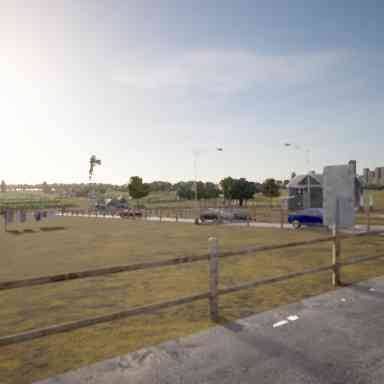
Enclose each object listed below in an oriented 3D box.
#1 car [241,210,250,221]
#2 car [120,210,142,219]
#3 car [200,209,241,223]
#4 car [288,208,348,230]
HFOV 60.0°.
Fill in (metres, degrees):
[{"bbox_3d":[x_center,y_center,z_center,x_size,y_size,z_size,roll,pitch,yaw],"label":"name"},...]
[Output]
[{"bbox_3d":[4.638,2.610,37.921,1.994,1.385,4.181,0,-2,-36],"label":"car"},{"bbox_3d":[-9.640,3.506,52.941,1.895,1.301,4.718,0,-2,-35],"label":"car"},{"bbox_3d":[2.694,2.543,35.579,1.812,1.442,4.674,0,-2,-35],"label":"car"},{"bbox_3d":[9.783,2.009,25.674,1.882,1.535,5.008,0,-2,-36],"label":"car"}]
